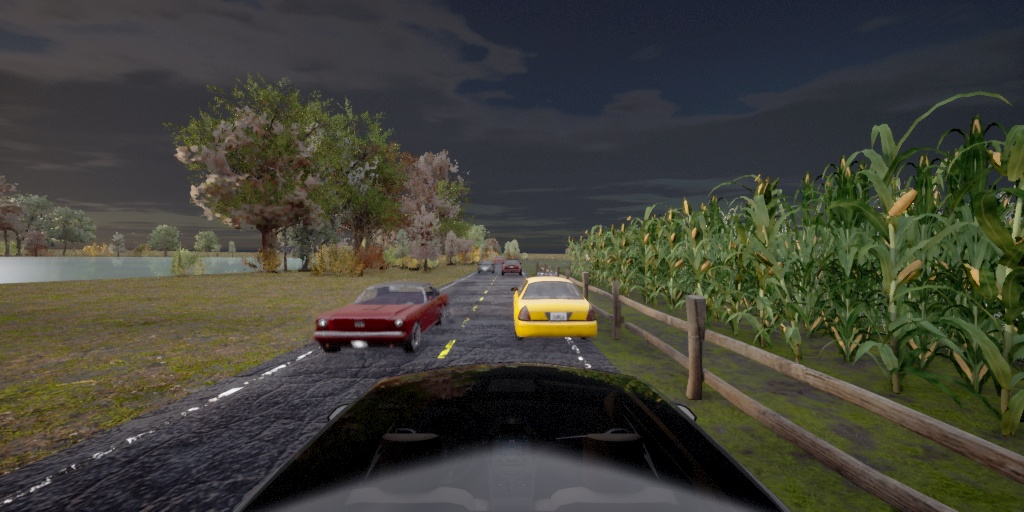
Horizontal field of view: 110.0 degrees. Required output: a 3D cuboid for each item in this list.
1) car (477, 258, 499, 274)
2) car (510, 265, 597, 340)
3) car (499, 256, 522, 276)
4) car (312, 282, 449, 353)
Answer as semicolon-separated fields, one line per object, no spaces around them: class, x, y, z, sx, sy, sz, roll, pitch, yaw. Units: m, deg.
car;-2.866;1.236;40.507;2.128;1.511;4.902;0;0;0
car;0.938;1.204;9.861;1.801;1.575;5.366;0;0;0
car;-0.031;1.097;37.931;2.097;1.767;4.553;0;0;0
car;-2.873;1.349;8.940;1.895;1.301;4.718;0;0;0
